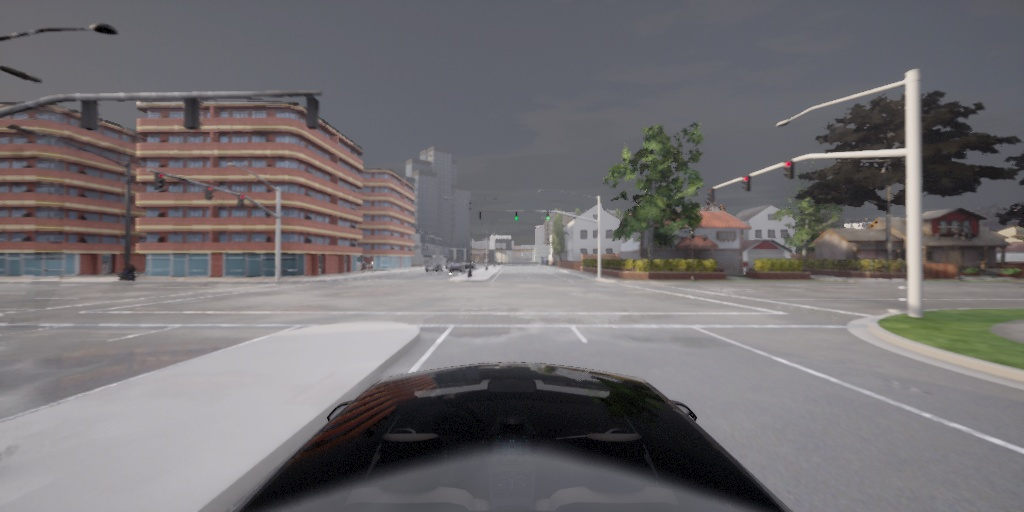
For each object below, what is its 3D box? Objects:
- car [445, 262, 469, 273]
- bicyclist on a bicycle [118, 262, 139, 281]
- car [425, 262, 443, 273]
[{"bbox_3d":[-8.043,1.758,52.870,2.033,1.411,5.357,0,-1,1],"label":"car"},{"bbox_3d":[-32.101,1.309,30.059,0.582,1.620,1.656,0,0,-1],"label":"bicyclist on a bicycle"},{"bbox_3d":[-11.549,1.704,53.129,2.128,1.511,4.902,0,0,0],"label":"car"}]
